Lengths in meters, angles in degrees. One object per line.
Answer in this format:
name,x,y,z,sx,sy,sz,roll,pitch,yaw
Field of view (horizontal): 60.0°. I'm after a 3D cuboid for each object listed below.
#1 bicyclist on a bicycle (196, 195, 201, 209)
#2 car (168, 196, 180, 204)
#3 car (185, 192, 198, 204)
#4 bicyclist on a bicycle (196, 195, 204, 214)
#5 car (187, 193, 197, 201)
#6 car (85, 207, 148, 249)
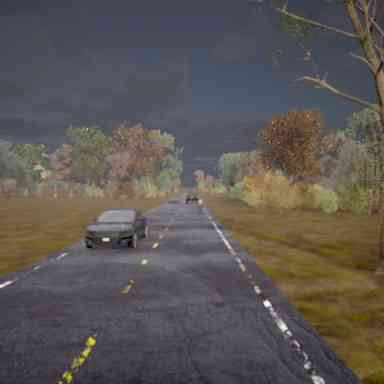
bicyclist on a bicycle,0.821,1.236,41.619,0.659,1.776,1.843,0,0,0
car,-3.054,1.370,57.279,1.994,1.385,4.181,0,0,1
car,0.009,1.021,59.315,2.150,2.045,5.566,0,0,1
bicyclist on a bicycle,0.837,1.333,32.682,0.866,1.612,1.509,0,0,0
car,-0.010,1.083,76.114,2.097,1.767,4.553,0,0,0
car,-3.102,1.434,14.484,1.882,1.535,5.008,0,0,0
